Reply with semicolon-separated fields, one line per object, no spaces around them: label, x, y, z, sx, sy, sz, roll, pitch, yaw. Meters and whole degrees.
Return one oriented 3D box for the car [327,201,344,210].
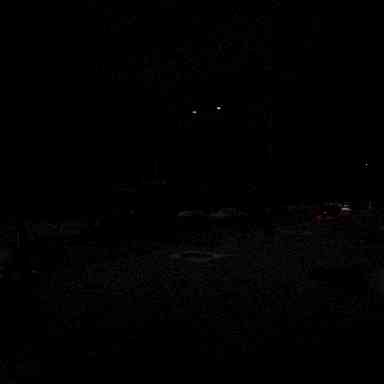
car;24.695;2.366;57.059;1.752;1.417;4.829;-1;-1;35

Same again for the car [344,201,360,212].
car;23.903;2.273;51.192;2.128;1.511;4.902;0;-1;36

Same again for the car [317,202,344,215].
car;17.423;2.225;42.045;1.895;1.301;4.718;0;-1;35

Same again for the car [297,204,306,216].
car;12.298;2.091;39.565;2.008;1.369;4.403;-1;-1;35

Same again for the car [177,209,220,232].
car;-0.197;1.816;21.933;1.802;1.307;4.206;-1;-1;35

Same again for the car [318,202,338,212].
car;21.669;2.319;52.789;2.008;1.369;4.403;-1;-1;35

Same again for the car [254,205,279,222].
car;6.051;1.954;30.749;1.947;1.339;4.313;-1;-1;35

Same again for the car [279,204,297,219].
car;9.174;2.030;35.157;1.947;1.339;4.313;-1;-1;35

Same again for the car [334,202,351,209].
car;27.916;2.484;61.605;1.947;1.339;4.313;-1;-1;35

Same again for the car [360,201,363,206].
car;34.164;2.635;70.420;1.947;1.339;4.313;-1;-1;35

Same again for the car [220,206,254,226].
car;2.829;1.834;26.203;1.752;1.417;4.829;-1;-1;35

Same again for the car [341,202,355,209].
car;31.040;2.576;66.013;1.802;1.307;4.206;-1;-1;35

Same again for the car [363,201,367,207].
car;40.410;2.788;79.236;1.947;1.339;4.313;-1;-1;35

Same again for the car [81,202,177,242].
car;-3.320;1.473;17.530;2.192;1.841;5.009;-1;-1;35
